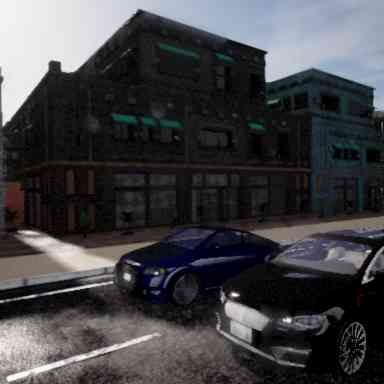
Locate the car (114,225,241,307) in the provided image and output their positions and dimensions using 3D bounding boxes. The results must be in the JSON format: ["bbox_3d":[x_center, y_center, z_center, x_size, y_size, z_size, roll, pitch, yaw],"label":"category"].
[{"bbox_3d":[0.314,1.517,7.908,4.181,1.385,1.994,-1,0,-36],"label":"car"}]

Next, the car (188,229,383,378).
[{"bbox_3d":[2.595,1.440,5.543,4.902,1.511,2.128,-1,0,-36],"label":"car"}]
